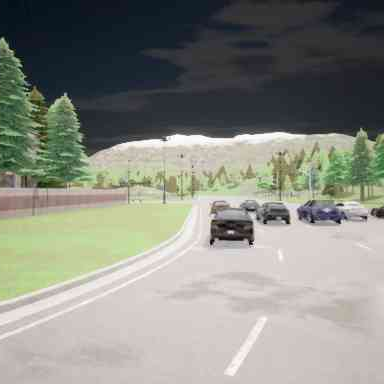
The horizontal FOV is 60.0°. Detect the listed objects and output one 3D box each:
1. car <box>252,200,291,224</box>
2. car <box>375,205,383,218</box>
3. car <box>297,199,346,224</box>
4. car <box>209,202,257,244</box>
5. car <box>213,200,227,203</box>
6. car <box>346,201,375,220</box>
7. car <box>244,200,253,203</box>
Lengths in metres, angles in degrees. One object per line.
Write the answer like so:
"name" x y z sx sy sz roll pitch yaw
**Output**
"car" 5.921 1.504 24.611 1.837 1.490 4.892 0 0 3
"car" 16.583 1.547 26.844 2.033 1.411 5.357 0 0 1
"car" 9.415 1.351 25.047 2.097 1.767 4.553 0 0 3
"car" 1.882 1.477 15.806 1.882 1.535 5.008 0 0 7
"car" 2.686 1.526 31.642 1.812 1.442 4.674 0 0 2
"car" 13.096 1.526 28.044 1.812 1.442 4.674 0 0 2
"car" 6.338 1.564 36.451 1.994 1.385 4.181 0 0 2
